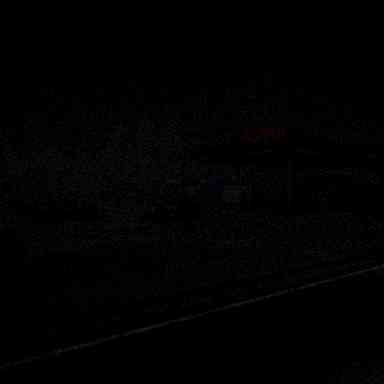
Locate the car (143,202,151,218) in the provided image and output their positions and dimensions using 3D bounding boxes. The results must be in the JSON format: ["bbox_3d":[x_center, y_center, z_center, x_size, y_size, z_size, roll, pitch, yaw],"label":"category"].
[{"bbox_3d":[-2.391,1.585,29.744,3.806,1.475,1.970,0,0,-36],"label":"car"}]

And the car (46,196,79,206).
[{"bbox_3d":[-22.406,1.556,57.547,5.027,1.636,2.152,0,0,-36],"label":"car"}]

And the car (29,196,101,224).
[{"bbox_3d":[-9.258,1.304,24.770,4.605,1.855,1.932,0,0,-36],"label":"car"}]

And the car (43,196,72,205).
[{"bbox_3d":[-24.277,1.565,60.065,4.514,1.523,2.007,0,0,-36],"label":"car"}]

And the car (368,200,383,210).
[{"bbox_3d":[26.993,1.774,46.065,2.242,1.667,4.611,0,0,-36],"label":"car"}]

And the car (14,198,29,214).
[{"bbox_3d":[-15.942,1.507,35.305,4.514,1.523,2.007,0,0,-36],"label":"car"}]

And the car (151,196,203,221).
[{"bbox_3d":[-0.949,1.300,26.687,3.866,1.878,1.905,0,0,-36],"label":"car"}]

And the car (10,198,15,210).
[{"bbox_3d":[-21.734,1.529,43.449,3.633,1.501,1.845,0,0,-36],"label":"car"}]
